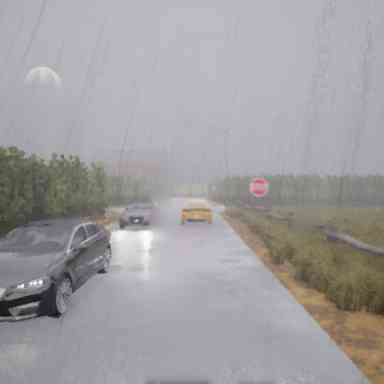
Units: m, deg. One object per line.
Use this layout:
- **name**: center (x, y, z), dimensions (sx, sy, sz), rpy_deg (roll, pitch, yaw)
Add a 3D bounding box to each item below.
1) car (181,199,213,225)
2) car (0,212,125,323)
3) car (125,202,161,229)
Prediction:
- **car**: center (0.292, 1.193, 21.360), dimensions (1.882, 1.535, 5.008), rpy_deg (0, 1, 1)
- **car**: center (-3.127, 1.404, 7.348), dimensions (2.128, 1.511, 4.902), rpy_deg (0, 1, 1)
- **car**: center (-2.927, 1.304, 19.549), dimensions (1.994, 1.385, 4.181), rpy_deg (0, 1, 1)
